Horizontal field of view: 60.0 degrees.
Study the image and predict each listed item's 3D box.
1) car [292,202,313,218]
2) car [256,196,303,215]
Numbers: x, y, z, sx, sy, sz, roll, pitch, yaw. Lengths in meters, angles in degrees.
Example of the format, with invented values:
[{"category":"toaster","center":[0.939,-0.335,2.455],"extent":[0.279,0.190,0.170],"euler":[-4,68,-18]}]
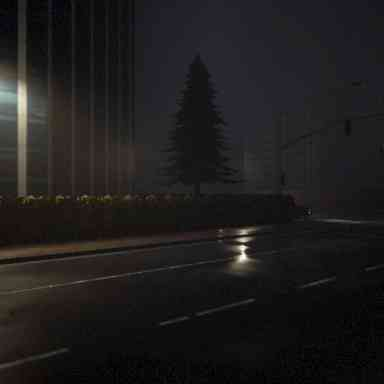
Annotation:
[{"category":"car","center":[8.536,1.491,30.118],"extent":[2.128,1.511,4.902],"euler":[0,0,-35]},{"category":"car","center":[9.169,1.352,35.309],"extent":[2.097,1.767,4.553],"euler":[0,0,-35]}]
